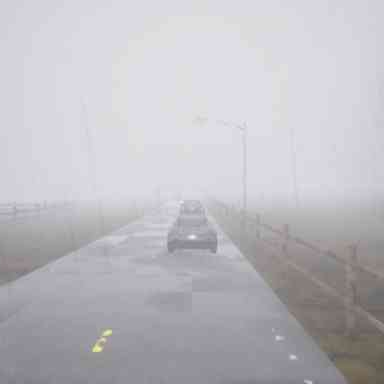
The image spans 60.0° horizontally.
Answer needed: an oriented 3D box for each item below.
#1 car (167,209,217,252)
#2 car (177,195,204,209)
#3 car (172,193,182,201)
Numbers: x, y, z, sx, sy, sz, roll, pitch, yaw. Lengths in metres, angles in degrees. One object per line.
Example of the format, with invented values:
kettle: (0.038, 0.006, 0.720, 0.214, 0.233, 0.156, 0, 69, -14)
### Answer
car: (0.013, 1.642, 14.296, 1.994, 1.385, 4.181, 0, 0, 0)
car: (0.011, 1.402, 29.047, 2.097, 1.767, 4.553, 0, 0, 0)
car: (-2.738, 0.906, 64.214, 1.882, 1.535, 5.008, 0, 1, 0)
